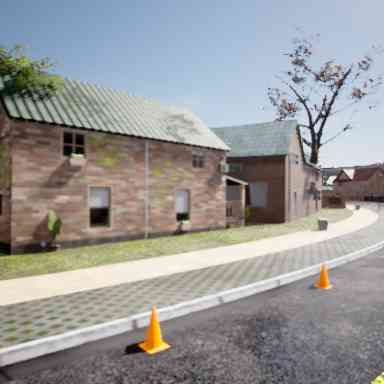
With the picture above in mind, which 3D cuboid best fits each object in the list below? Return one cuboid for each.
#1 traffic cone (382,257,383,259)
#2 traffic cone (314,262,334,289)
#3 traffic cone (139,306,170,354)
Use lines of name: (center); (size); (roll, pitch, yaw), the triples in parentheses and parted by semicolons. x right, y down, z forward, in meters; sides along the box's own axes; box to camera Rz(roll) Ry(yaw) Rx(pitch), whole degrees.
traffic cone: (6.674, 1.970, 11.318); (0.340, 0.580, 0.340); (0, 0, 45)
traffic cone: (3.166, 1.973, 7.985); (0.340, 0.580, 0.340); (0, 0, -42)
traffic cone: (-0.553, 1.977, 4.889); (0.340, 0.580, 0.340); (0, 0, -38)
